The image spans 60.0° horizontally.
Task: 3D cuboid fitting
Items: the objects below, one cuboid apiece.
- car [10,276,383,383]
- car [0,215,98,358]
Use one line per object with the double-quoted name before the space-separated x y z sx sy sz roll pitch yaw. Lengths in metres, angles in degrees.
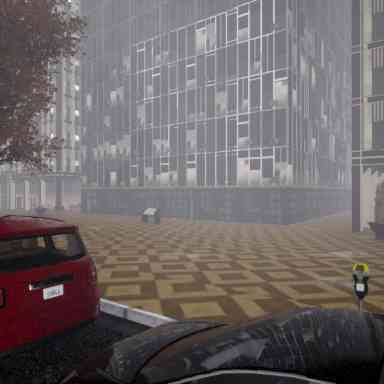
"car" 0.840 1.566 2.278 4.313 1.339 1.947 0 0 36
"car" -3.651 1.315 5.493 5.009 1.841 2.192 0 0 36
